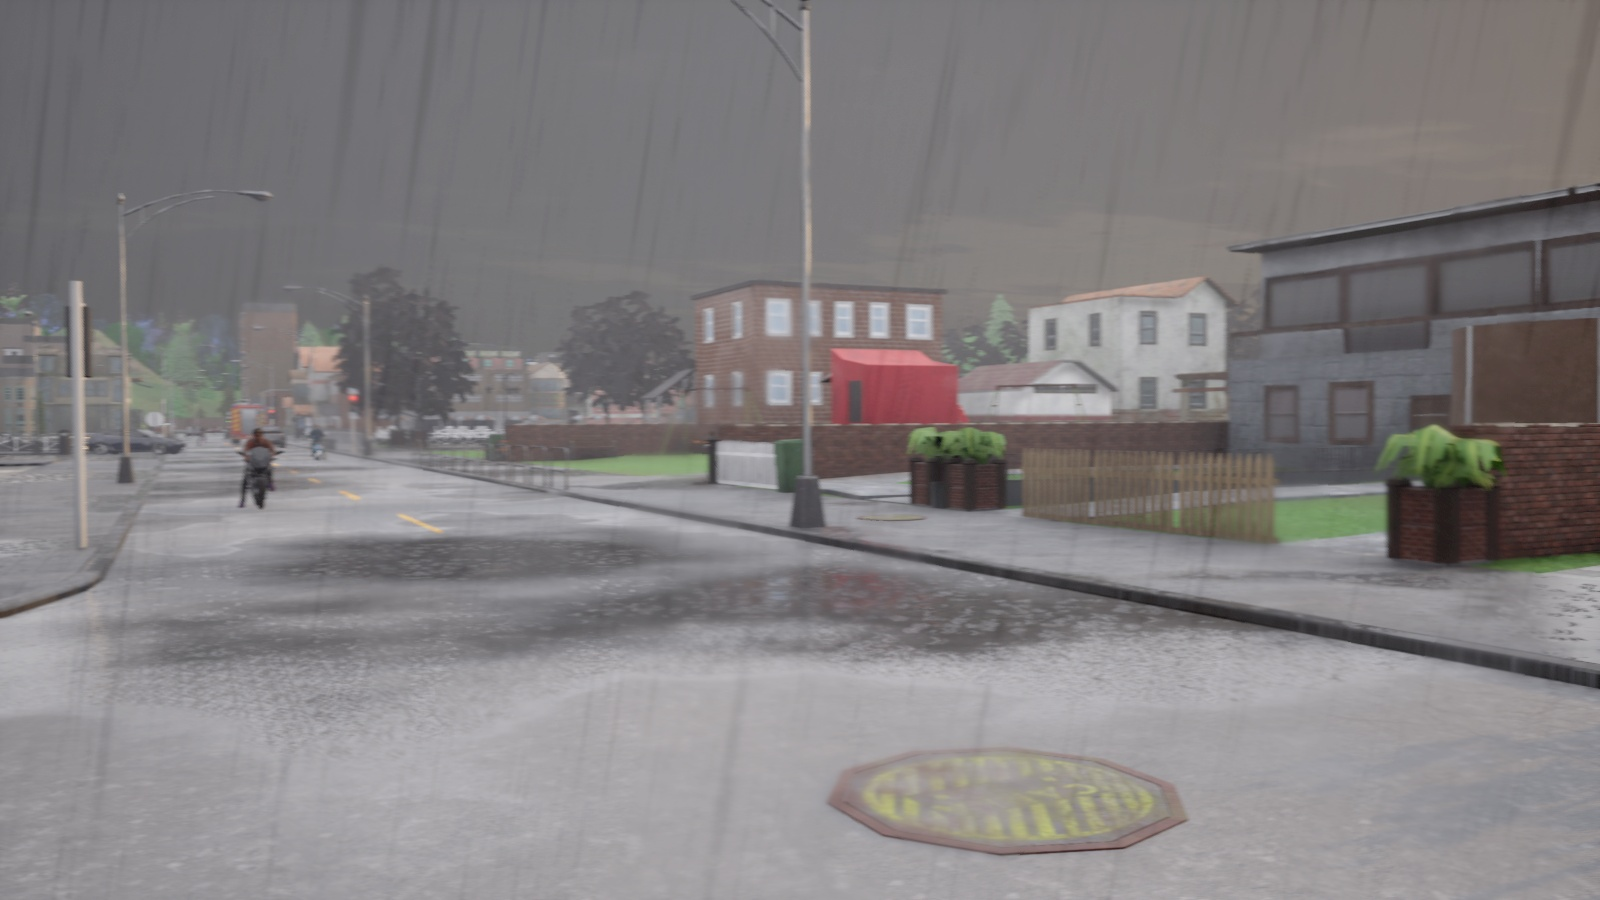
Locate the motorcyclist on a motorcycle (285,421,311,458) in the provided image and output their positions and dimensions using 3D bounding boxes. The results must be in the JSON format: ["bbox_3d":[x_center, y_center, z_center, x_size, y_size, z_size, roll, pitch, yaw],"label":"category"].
[{"bbox_3d":[-21.840,-0.465,54.642,0.866,1.590,1.817,-1,1,-27],"label":"motorcyclist on a motorcycle"}]

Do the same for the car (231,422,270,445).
[{"bbox_3d":[-37.205,-1.155,85.014,2.128,1.511,4.902,-1,1,-27],"label":"car"}]

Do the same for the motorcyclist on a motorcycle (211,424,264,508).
[{"bbox_3d":[-10.636,0.266,23.708,0.797,1.523,2.044,-1,1,-27],"label":"motorcyclist on a motorcycle"}]

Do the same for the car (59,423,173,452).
[{"bbox_3d":[-36.071,-0.690,66.312,4.792,1.488,2.163,0,1,-6],"label":"car"}]
